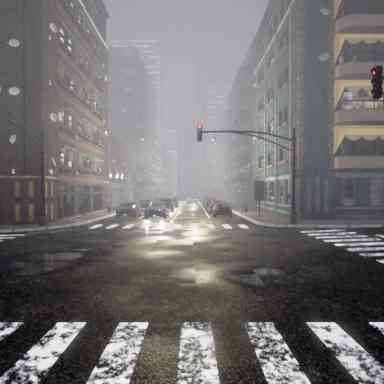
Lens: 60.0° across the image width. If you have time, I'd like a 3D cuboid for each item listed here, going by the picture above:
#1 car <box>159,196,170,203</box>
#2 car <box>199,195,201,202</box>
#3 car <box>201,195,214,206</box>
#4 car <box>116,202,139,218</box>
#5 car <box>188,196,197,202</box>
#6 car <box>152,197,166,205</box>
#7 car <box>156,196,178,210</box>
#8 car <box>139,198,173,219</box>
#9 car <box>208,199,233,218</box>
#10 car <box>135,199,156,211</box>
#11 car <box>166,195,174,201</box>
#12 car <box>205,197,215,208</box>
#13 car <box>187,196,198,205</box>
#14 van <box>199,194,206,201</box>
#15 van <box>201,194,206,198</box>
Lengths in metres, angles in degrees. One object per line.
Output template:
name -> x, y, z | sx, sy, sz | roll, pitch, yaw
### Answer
car -> -5.660, 1.604, 68.935 | 1.802, 1.307, 4.206 | 0, 0, 0
car -> 2.715, 1.581, 57.871 | 1.947, 1.339, 4.313 | 0, 0, 0
car -> 2.709, 1.554, 46.824 | 1.887, 1.381, 4.507 | 0, 0, 0
car -> -5.680, 1.568, 30.270 | 1.947, 1.339, 4.313 | 0, 0, 0
car -> 0.038, 1.451, 69.746 | 1.895, 1.301, 4.718 | 0, 0, 0
car -> -5.666, 1.560, 57.888 | 1.887, 1.381, 4.507 | 0, 0, 0
car -> -3.076, 1.510, 39.895 | 1.837, 1.490, 4.892 | 0, 0, 0
car -> -3.085, 1.549, 29.776 | 2.033, 1.411, 5.357 | 0, 0, 0
car -> 2.701, 1.584, 30.254 | 1.802, 1.307, 4.206 | 0, 0, 0
car -> -5.674, 1.572, 41.317 | 1.947, 1.339, 4.313 | 0, 0, 0
car -> -5.652, 1.561, 85.335 | 1.752, 1.417, 4.829 | 0, 0, 0
car -> 2.704, 1.570, 35.777 | 1.947, 1.339, 4.313 | 0, 0, 0
car -> 0.032, 1.542, 59.711 | 1.812, 1.442, 4.674 | 0, 0, 0
van -> 2.728, 1.377, 85.489 | 1.690, 1.788, 3.998 | -1, 0, 0
van -> 2.711, 1.353, 52.347 | 1.690, 1.788, 3.998 | 0, 0, 0
